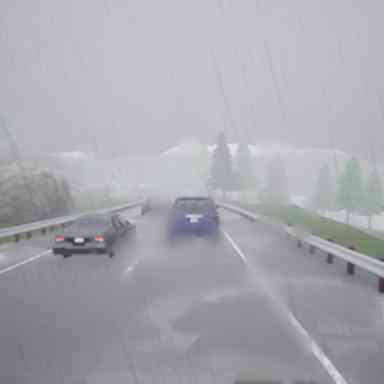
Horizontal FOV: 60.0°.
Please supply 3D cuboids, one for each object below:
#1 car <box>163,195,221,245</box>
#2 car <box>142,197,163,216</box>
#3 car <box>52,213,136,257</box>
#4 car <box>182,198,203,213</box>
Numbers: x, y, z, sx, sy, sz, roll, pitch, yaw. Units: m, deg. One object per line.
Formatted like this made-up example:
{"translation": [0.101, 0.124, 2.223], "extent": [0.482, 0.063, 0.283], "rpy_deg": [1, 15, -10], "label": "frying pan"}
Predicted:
{"translation": [0.090, 1.152, 15.270], "extent": [2.150, 2.045, 5.566], "rpy_deg": [0, 0, 0], "label": "car"}
{"translation": [-3.440, 1.211, 31.368], "extent": [2.097, 1.767, 4.553], "rpy_deg": [0, 0, 0], "label": "car"}
{"translation": [-3.409, 1.491, 12.555], "extent": [2.033, 1.411, 5.357], "rpy_deg": [0, 0, 0], "label": "car"}
{"translation": [0.027, 1.388, 35.266], "extent": [2.033, 1.411, 5.357], "rpy_deg": [0, 0, -1], "label": "car"}
